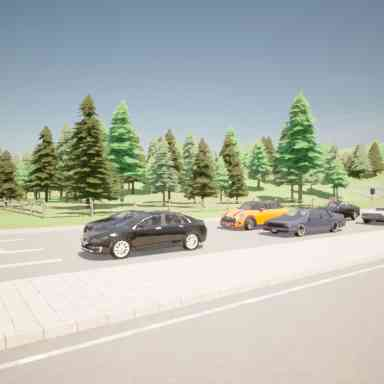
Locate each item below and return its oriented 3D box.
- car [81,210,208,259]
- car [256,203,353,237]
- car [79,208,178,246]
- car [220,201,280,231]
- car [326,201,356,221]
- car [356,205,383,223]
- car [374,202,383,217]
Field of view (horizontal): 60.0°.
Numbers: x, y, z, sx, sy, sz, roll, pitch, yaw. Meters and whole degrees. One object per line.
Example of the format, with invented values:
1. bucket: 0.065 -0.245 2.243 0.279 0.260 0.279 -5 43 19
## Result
1. car: -1.655 1.505 12.620 4.892 1.490 1.837 0 0 -35
2. car: 6.288 1.547 18.254 5.357 1.411 2.033 0 0 -35
3. car: -2.996 1.564 15.946 4.181 1.385 1.994 0 0 -34
4. car: 3.939 1.352 20.873 4.553 1.767 2.097 0 0 -35
5. car: 11.192 1.491 25.993 4.902 1.511 2.128 0 0 -35
6. car: 14.117 1.601 23.783 4.718 1.301 1.895 0 0 -35
7. car: 19.508 1.601 31.801 4.718 1.301 1.895 0 0 -35
